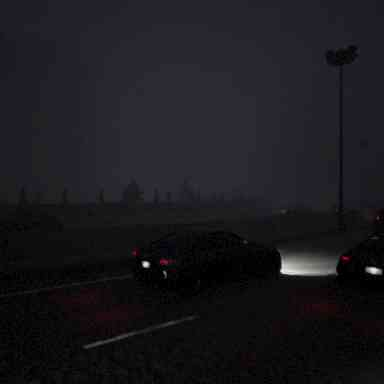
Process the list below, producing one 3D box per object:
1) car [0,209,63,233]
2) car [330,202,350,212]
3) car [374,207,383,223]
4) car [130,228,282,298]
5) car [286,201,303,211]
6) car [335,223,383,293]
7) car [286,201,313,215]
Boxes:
[{"bbox_3d":[-9.613,1.674,18.886,4.181,1.385,1.994,1,-1,-39],"label":"car"},{"bbox_3d":[18.031,1.995,40.429,2.128,1.511,4.902,0,-1,30],"label":"car"},{"bbox_3d":[13.319,1.644,21.388,2.097,1.767,4.553,0,-1,41],"label":"car"},{"bbox_3d":[0.506,1.650,8.849,4.181,1.385,1.994,1,-1,-39],"label":"car"},{"bbox_3d":[16.129,2.162,52.086,1.994,1.385,4.181,0,-1,24],"label":"car"},{"bbox_3d":[5.414,1.680,8.436,4.181,1.385,1.994,1,-1,-41],"label":"car"},{"bbox_3d":[12.195,1.982,37.486,2.033,1.411,5.357,0,-1,33],"label":"car"}]
